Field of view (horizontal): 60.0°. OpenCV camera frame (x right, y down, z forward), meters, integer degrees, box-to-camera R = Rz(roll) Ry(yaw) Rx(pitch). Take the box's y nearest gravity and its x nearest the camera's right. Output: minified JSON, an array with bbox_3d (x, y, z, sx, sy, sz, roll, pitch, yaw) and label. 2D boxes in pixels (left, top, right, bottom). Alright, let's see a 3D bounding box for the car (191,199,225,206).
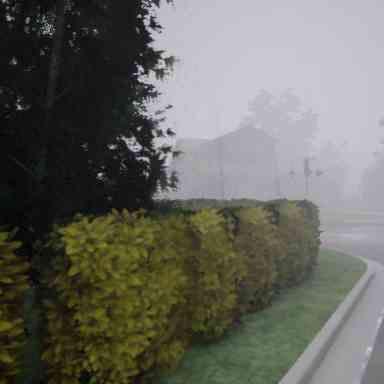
[{"bbox_3d":[-0.409,1.425,19.111,5.566,2.045,2.150,-1,-1,17],"label":"car"}]
